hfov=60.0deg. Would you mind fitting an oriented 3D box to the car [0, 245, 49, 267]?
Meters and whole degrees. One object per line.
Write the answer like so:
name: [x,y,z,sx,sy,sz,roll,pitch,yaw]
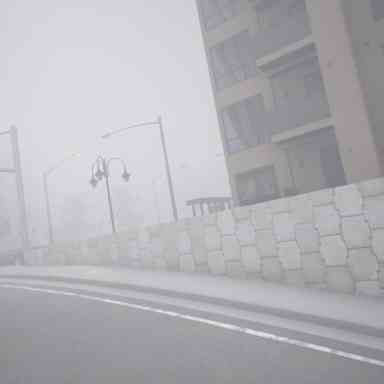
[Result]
car: [-14.640,5.692,29.941,1.837,1.490,4.892,-15,-8,35]
